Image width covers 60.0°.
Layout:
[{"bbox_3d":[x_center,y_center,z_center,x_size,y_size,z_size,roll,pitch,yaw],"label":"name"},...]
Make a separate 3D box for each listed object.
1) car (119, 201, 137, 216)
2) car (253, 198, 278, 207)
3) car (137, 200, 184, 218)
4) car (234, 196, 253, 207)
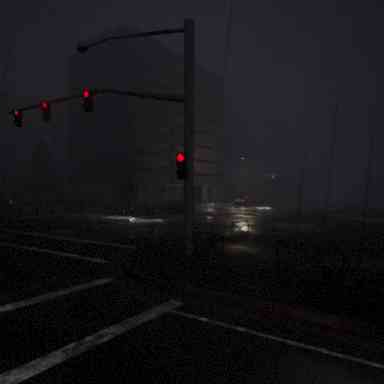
[{"bbox_3d":[-4.921,1.503,32.283,1.812,1.442,4.674,0,0,34],"label":"car"},{"bbox_3d":[11.290,1.545,49.577,1.994,1.385,4.181,0,0,35],"label":"car"},{"bbox_3d":[-2.262,1.458,30.005,1.882,1.535,5.008,0,0,35],"label":"car"},{"bbox_3d":[8.170,1.455,51.225,1.882,1.535,5.008,0,0,35],"label":"car"}]
